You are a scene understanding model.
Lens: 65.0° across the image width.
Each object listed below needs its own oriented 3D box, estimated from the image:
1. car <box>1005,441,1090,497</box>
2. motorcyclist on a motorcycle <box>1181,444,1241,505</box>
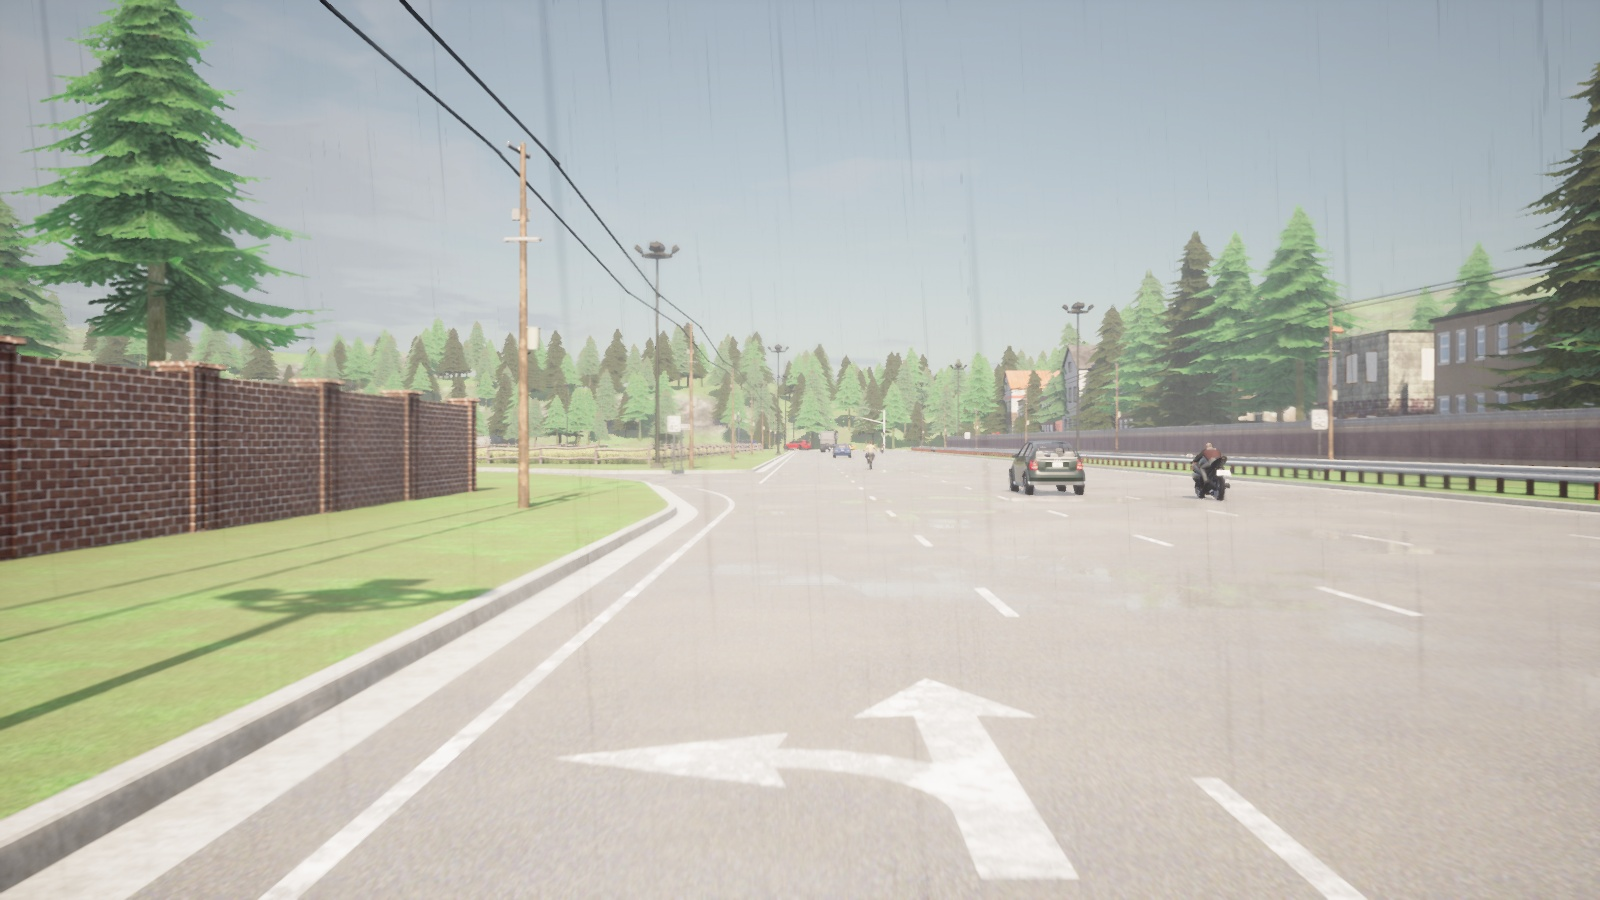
[{"bbox_3d":[7.227,0.521,36.997,1.789,1.549,3.705,0,0,0],"label":"car"},{"bbox_3d":[10.703,0.605,32.808,0.866,1.530,2.191,0,0,0],"label":"motorcyclist on a motorcycle"}]
